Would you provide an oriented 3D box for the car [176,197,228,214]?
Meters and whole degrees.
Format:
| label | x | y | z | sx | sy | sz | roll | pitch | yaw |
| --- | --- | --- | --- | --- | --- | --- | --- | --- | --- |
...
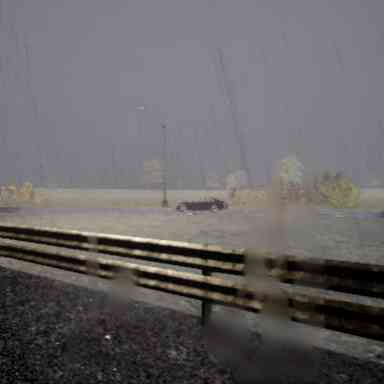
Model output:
| label | x | y | z | sx | sy | sz | roll | pitch | yaw |
| --- | --- | --- | --- | --- | --- | --- | --- | --- | --- |
| car | 0.890 | 1.202 | 31.018 | 4.902 | 1.511 | 2.128 | 0 | 0 | 14 |
